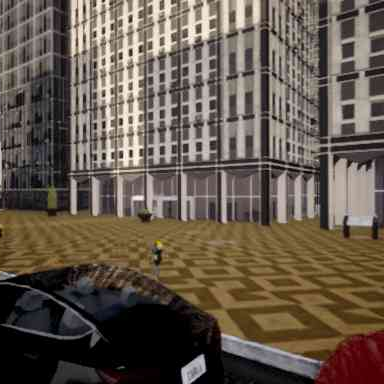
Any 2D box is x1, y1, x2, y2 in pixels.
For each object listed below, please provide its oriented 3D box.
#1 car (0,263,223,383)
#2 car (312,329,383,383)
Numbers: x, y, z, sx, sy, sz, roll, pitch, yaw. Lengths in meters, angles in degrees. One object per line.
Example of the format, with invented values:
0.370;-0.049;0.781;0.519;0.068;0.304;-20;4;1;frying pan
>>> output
-1.676;1.574;4.074;4.313;1.339;1.947;0;0;35;car
2.819;1.311;0.868;5.009;1.841;2.192;0;0;35;car
